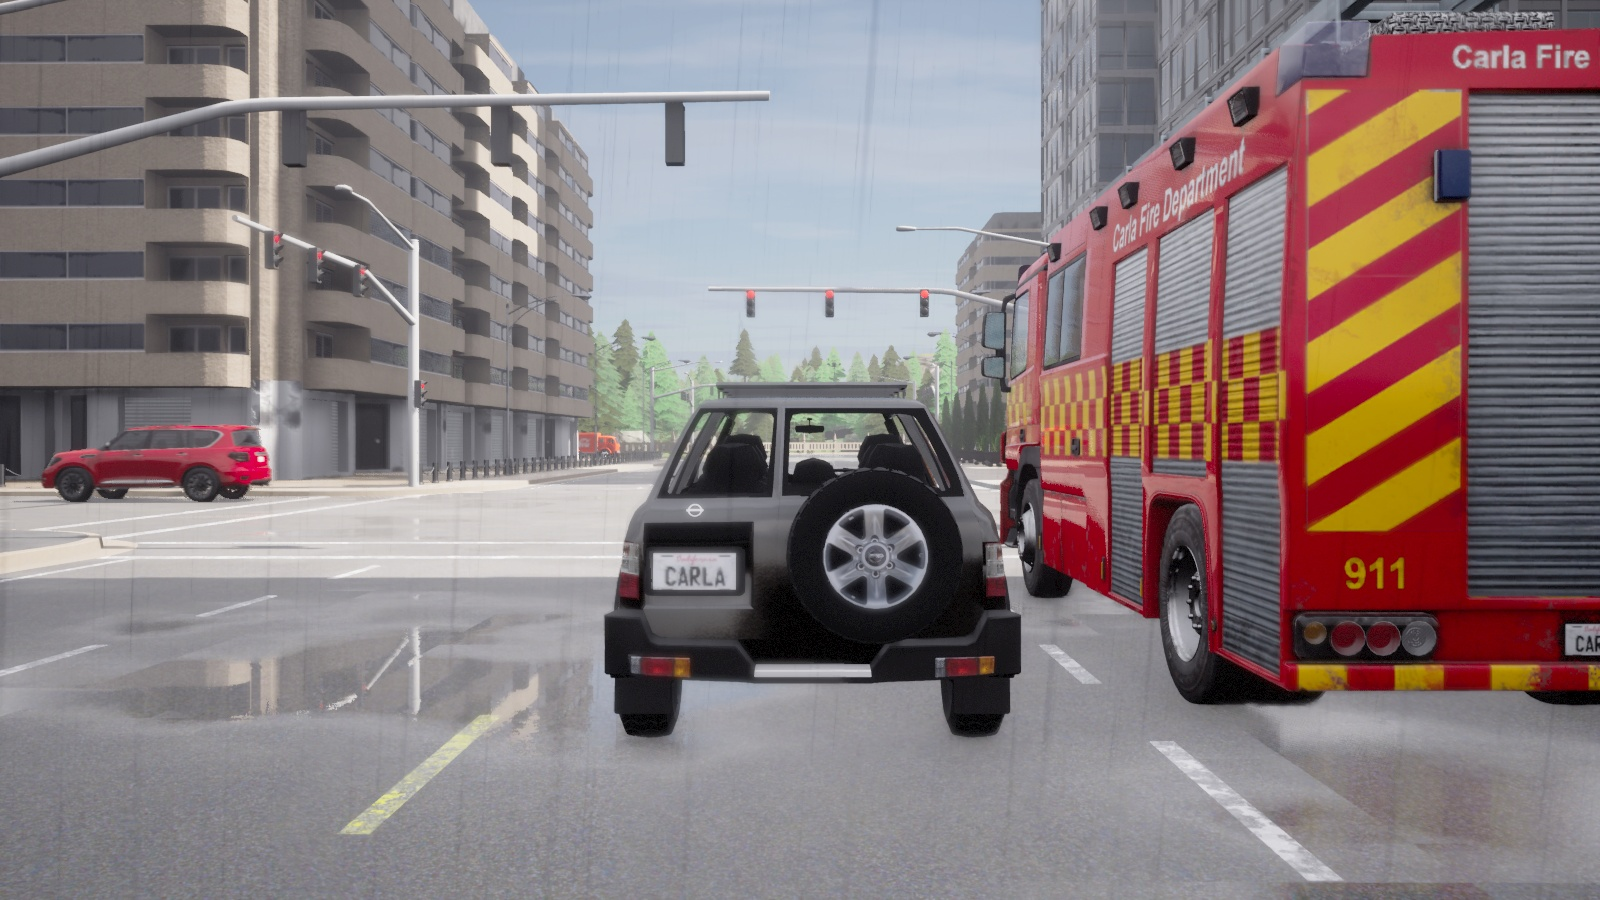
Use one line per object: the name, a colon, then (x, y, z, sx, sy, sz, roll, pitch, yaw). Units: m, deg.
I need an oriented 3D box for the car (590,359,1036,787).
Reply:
car: (0.061, 0.520, 7.741, 1.932, 1.855, 4.605, 0, 0, 0)

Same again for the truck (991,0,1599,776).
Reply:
truck: (3.573, -0.471, 9.880, 2.891, 3.827, 8.468, 0, 0, 0)

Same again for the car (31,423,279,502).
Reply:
car: (-17.278, 0.316, 33.840, 5.566, 2.045, 2.150, 0, 0, -1)
